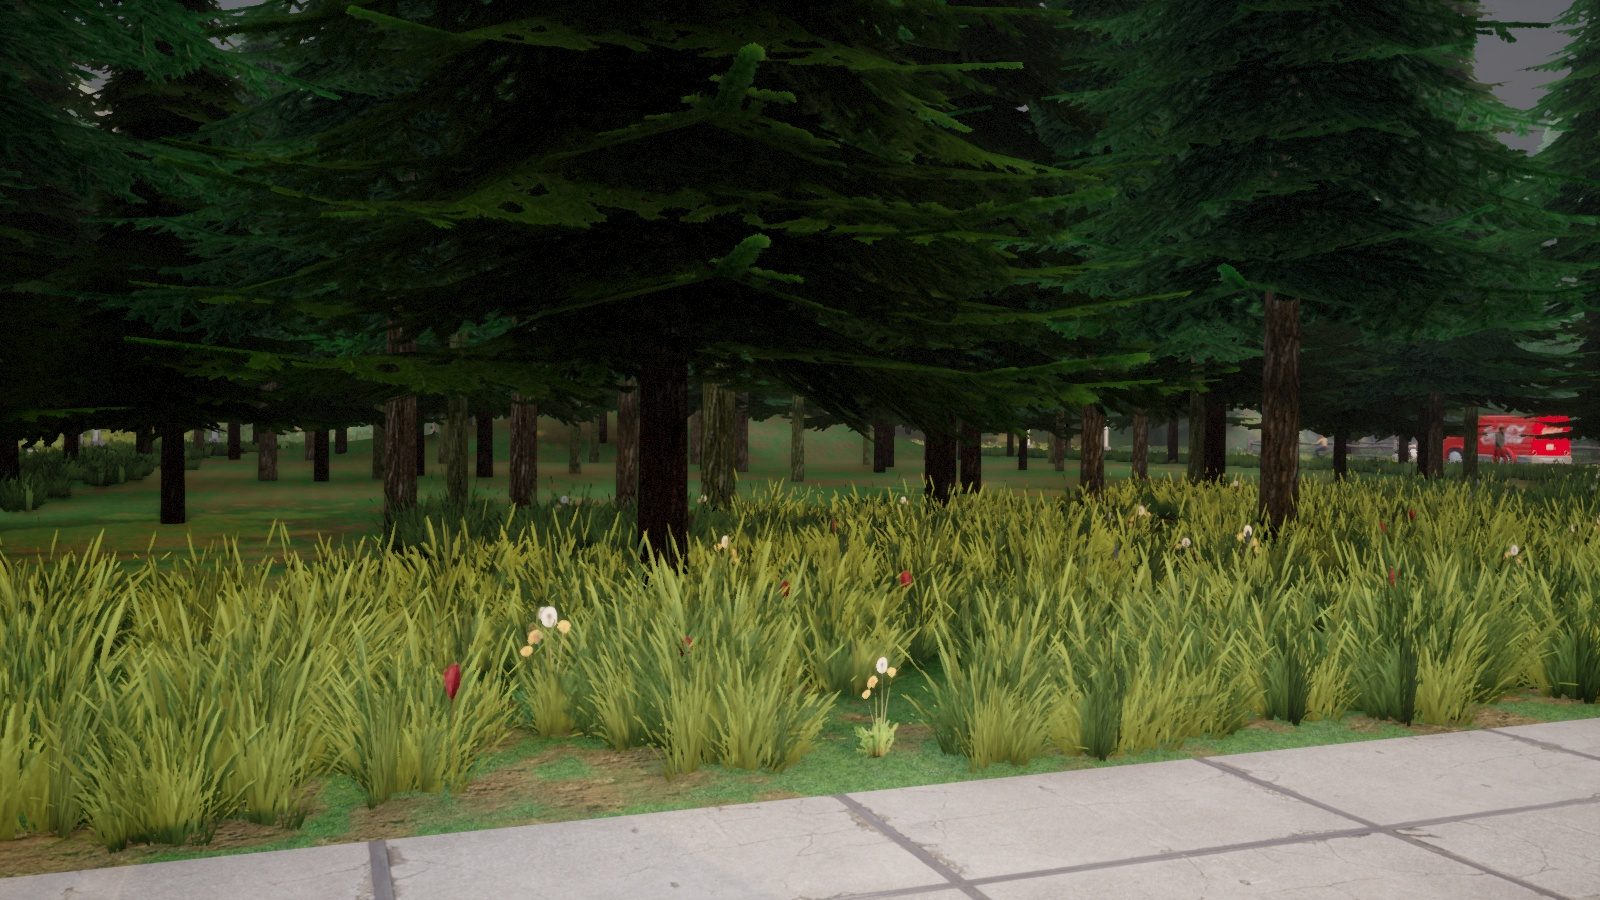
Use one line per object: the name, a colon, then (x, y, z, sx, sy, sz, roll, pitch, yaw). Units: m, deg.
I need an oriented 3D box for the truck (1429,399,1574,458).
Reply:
truck: (31.163, -0.964, 56.014, 2.627, 2.467, 5.204, -1, 1, -20)

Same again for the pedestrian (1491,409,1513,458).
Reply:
pedestrian: (26.374, -0.619, 47.177, 0.353, 1.847, 0.614, -1, 1, -25)
